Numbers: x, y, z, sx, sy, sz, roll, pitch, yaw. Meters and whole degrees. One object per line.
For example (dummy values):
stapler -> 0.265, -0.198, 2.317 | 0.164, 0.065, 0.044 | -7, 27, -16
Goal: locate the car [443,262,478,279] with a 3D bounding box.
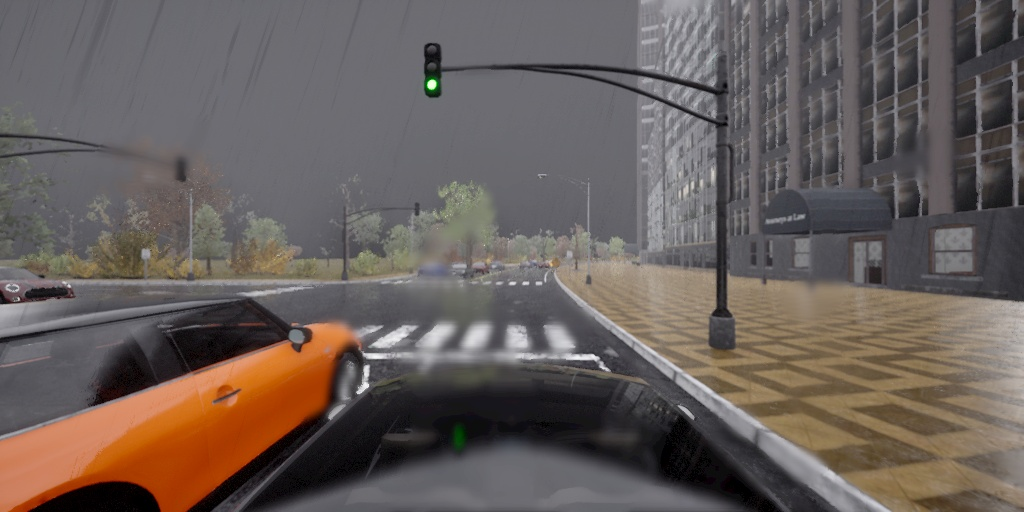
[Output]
car -> -4.962, 1.460, 35.087 | 1.812, 1.442, 4.674 | 0, 0, 5

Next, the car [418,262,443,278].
car -> -8.047, 1.421, 36.938 | 1.882, 1.535, 5.008 | 0, 0, 6

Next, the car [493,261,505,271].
car -> -2.388, 1.550, 56.132 | 2.128, 1.511, 4.902 | 0, 0, 9

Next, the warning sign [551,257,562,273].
warning sign -> 5.420, 1.105, 43.835 | 1.300, 1.860, 1.060 | 0, 0, 7

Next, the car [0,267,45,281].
car -> -20.979, 1.230, 14.660 | 4.553, 1.767, 2.097 | 0, 0, 3

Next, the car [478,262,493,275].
car -> -3.990, 1.465, 44.269 | 1.882, 1.535, 5.008 | 0, 0, 7

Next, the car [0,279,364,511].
car -> -3.112, 1.109, 3.201 | 2.097, 1.767, 4.553 | 0, 0, 0
